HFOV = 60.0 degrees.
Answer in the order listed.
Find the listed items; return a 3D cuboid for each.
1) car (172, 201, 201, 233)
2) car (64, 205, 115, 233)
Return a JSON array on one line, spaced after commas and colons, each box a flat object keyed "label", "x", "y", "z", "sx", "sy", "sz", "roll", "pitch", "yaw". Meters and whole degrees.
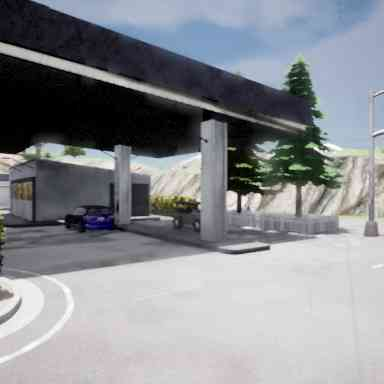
[{"label": "car", "x": 0.301, "y": 1.543, "z": 21.869, "sx": 1.905, "sy": 1.878, "sz": 3.866, "roll": 0, "pitch": 0, "yaw": -36}, {"label": "car", "x": -6.831, "y": 1.694, "z": 22.013, "sx": 2.242, "sy": 1.667, "sz": 4.611, "roll": 0, "pitch": 0, "yaw": -36}]
